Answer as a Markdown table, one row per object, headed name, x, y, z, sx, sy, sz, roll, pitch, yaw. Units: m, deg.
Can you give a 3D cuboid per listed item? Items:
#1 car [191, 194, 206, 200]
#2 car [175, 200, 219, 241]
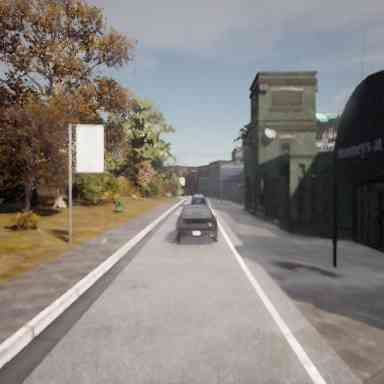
| name | x | y | z | sx | sy | sz | roll | pitch | yaw |
| --- | --- | --- | --- | --- | --- | --- | --- | --- | --- |
| car | 0.856 | 0.949 | 42.783 | 1.812 | 1.442 | 4.674 | 0 | 1 | 2 |
| car | 0.229 | 1.384 | 15.973 | 1.837 | 1.490 | 4.892 | 0 | 1 | 1 |
